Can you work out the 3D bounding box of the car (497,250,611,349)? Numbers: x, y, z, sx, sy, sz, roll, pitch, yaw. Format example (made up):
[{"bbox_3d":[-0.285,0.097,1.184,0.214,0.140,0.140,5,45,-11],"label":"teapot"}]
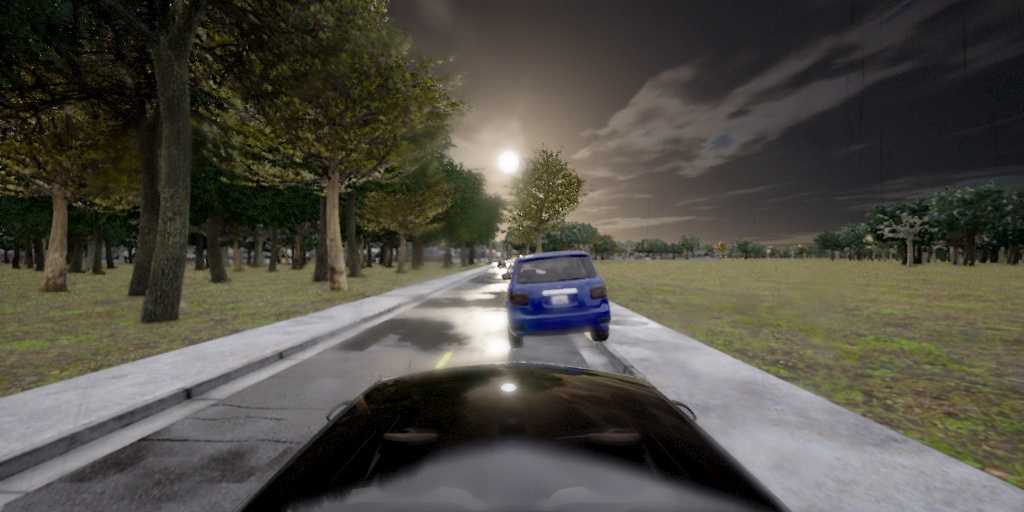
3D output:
[{"bbox_3d":[0.947,0.942,9.471,2.150,2.045,5.566,-5,0,0],"label":"car"}]

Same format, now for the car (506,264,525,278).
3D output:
[{"bbox_3d":[0.390,1.564,37.966,1.895,1.301,4.718,0,0,1],"label":"car"}]
